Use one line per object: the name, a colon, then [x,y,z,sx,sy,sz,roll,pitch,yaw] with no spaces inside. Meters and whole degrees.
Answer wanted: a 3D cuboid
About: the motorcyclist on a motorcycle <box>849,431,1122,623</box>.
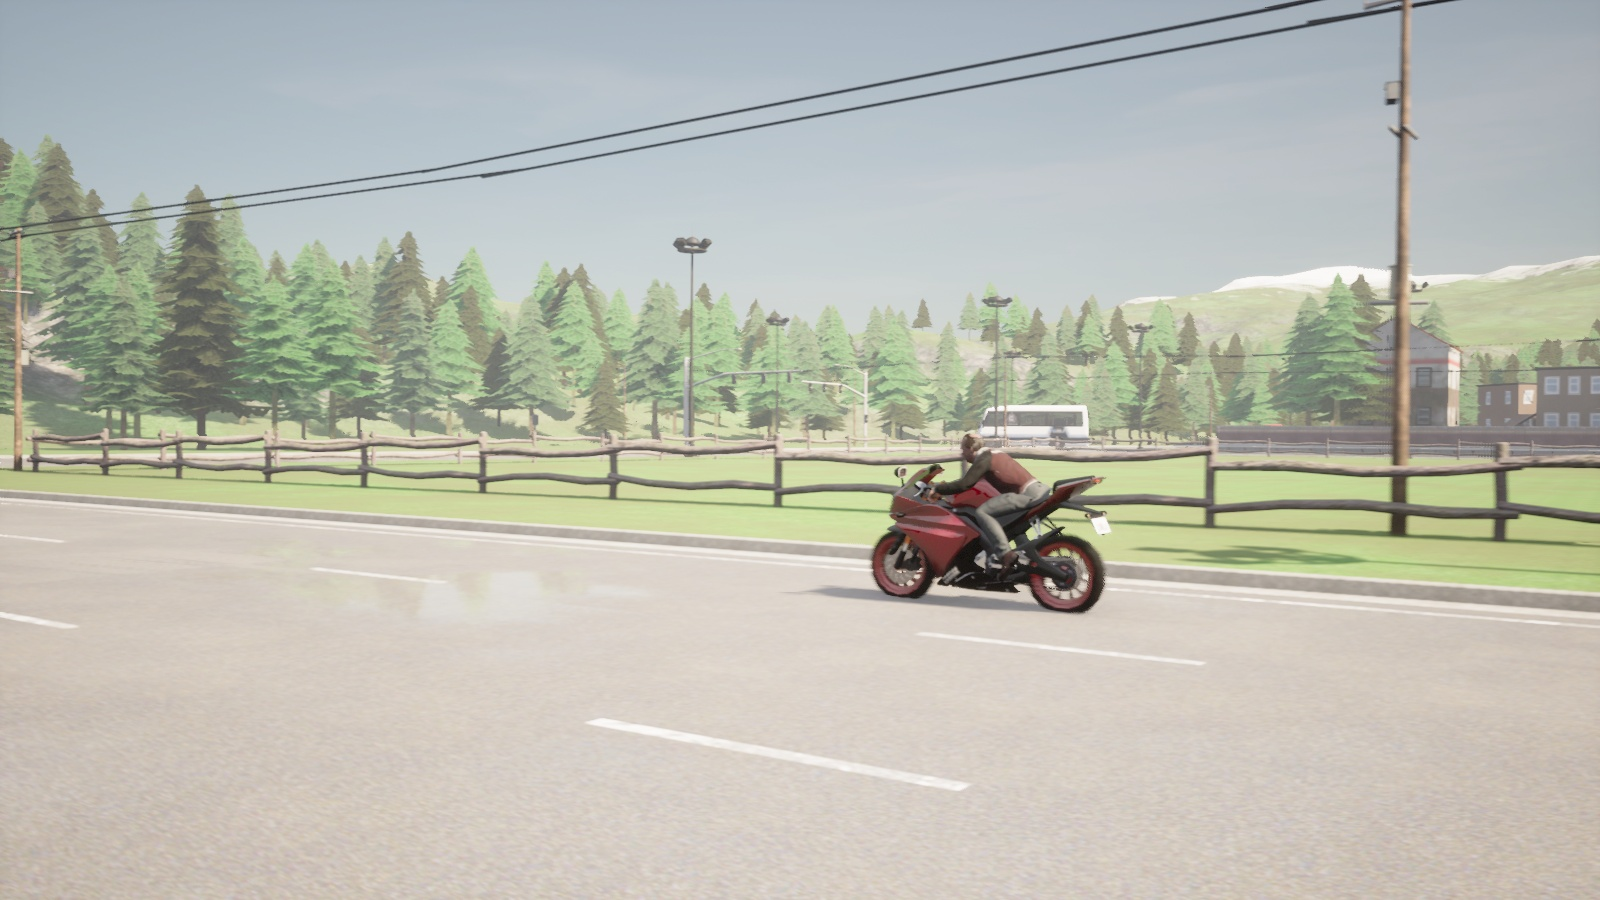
motorcyclist on a motorcycle: [1.595,0.609,10.968,2.191,1.530,0.866,0,1,34]
